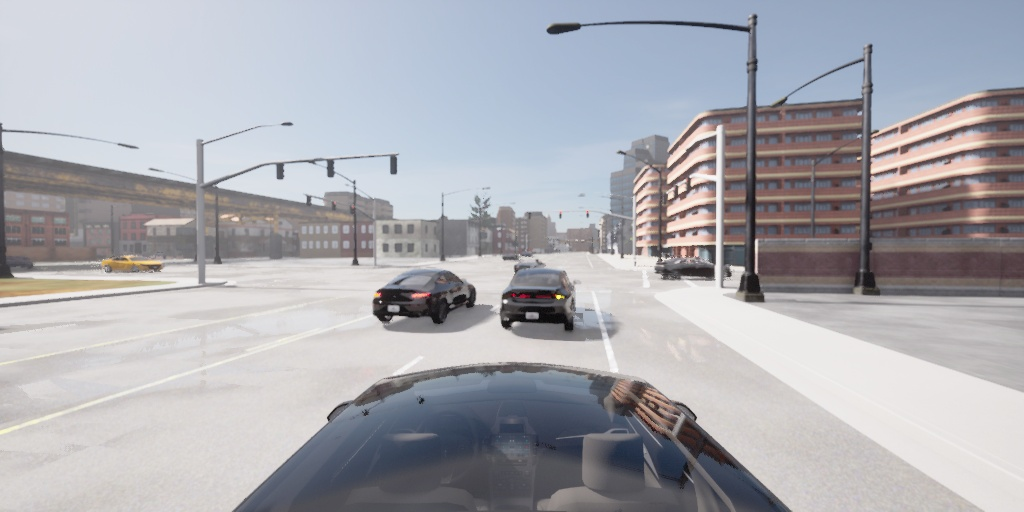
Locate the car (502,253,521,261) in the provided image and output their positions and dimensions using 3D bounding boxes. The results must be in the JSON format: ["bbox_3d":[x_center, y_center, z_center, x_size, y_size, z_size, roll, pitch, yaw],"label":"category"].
[{"bbox_3d":[-0.255,0.165,57.070,1.895,1.301,4.718,0,2,11],"label":"car"}]

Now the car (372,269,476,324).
[{"bbox_3d":[-2.527,1.118,11.205,1.812,1.442,4.674,0,1,11],"label":"car"}]

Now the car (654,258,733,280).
[{"bbox_3d":[12.345,0.856,24.520,4.902,1.511,2.128,0,1,5],"label":"car"}]

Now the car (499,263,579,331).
[{"bbox_3d":[0.918,1.105,10.564,1.837,1.490,4.892,0,0,11],"label":"car"}]

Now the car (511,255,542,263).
[{"bbox_3d":[1.563,0.847,29.979,1.895,1.301,4.718,0,1,13],"label":"car"}]

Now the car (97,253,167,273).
[{"bbox_3d":[-34.455,0.716,32.590,5.008,1.535,1.882,0,1,10],"label":"car"}]
